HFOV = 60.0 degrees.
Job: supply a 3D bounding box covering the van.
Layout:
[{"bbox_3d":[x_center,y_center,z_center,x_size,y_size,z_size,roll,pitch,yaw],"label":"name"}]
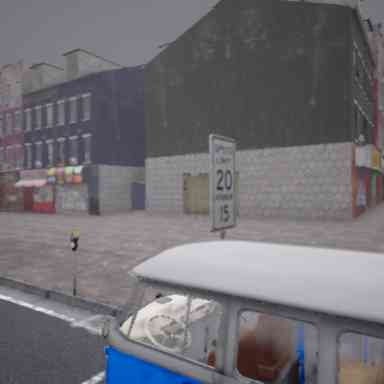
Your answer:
[{"bbox_3d":[1.175,1.307,2.039,3.998,1.788,1.690,0,1,34],"label":"van"}]
